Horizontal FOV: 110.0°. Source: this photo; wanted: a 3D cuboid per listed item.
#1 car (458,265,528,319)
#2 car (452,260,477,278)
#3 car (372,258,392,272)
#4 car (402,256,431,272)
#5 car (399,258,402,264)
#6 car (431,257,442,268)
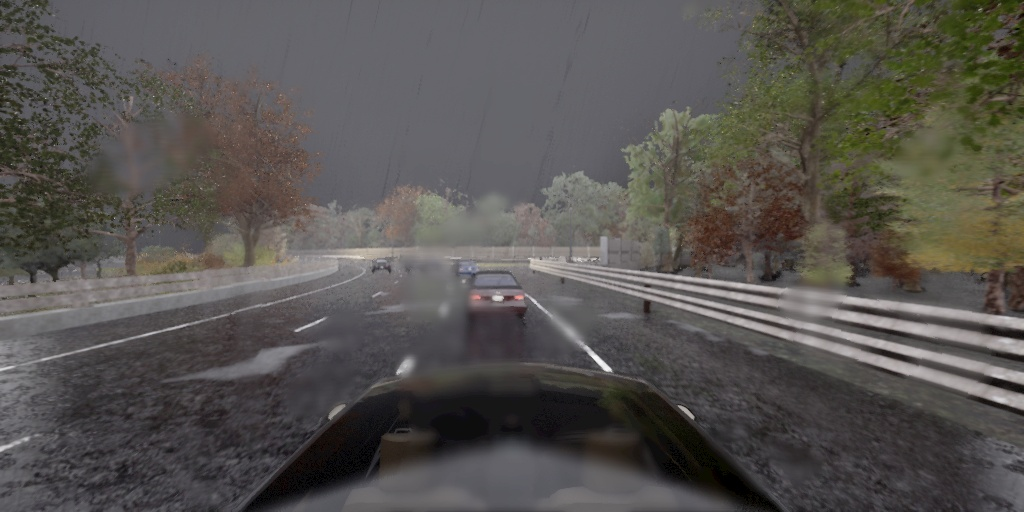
[{"bbox_3d":[-0.674,1.198,12.404,2.033,1.411,5.357,0,1,-7],"label":"car"},{"bbox_3d":[-3.930,1.039,30.223,2.033,1.411,5.357,0,1,-15],"label":"car"},{"bbox_3d":[-14.314,0.959,39.345,1.812,1.442,4.674,0,1,-21],"label":"car"},{"bbox_3d":[-10.545,0.916,39.207,2.128,1.511,4.902,0,1,-20],"label":"car"},{"bbox_3d":[-18.257,0.731,62.320,1.837,1.490,4.892,0,0,-33],"label":"car"},{"bbox_3d":[-10.970,0.881,49.061,2.033,1.411,5.357,0,1,-25],"label":"car"}]
